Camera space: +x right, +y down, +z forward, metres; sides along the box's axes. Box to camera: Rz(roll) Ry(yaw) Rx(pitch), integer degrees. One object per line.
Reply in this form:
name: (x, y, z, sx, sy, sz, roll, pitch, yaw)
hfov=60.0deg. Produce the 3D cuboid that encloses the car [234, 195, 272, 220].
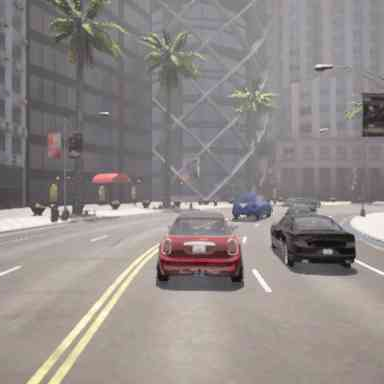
car: (5.210, 1.243, 28.292, 2.150, 2.045, 5.566, 0, 0, 27)

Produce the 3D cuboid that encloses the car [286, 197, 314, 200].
car: (15.412, 1.540, 45.255, 4.892, 1.490, 1.837, 0, -1, -32)

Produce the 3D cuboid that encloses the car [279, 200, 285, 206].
car: (15.076, 1.530, 49.115, 4.902, 1.511, 2.128, 0, 0, -30)

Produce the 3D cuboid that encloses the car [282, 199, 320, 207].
car: (9.603, 1.586, 28.835, 1.994, 1.385, 4.181, 0, 0, 30)

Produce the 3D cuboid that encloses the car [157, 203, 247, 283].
car: (0.298, 1.359, 9.923, 2.097, 1.767, 4.553, 0, 0, 3)

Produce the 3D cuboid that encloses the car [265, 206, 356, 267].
car: (3.946, 1.486, 11.595, 1.882, 1.535, 5.008, 0, 0, 5)
